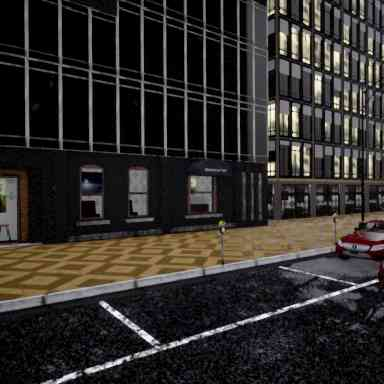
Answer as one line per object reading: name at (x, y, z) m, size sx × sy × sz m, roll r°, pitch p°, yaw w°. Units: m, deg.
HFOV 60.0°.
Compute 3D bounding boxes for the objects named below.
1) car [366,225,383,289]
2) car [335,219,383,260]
car at (6.246, 1.524, 7.811) m, size 4.674 × 1.442 × 1.812 m, roll 0°, pitch 0°, yaw -35°
car at (6.595, 1.580, 11.242) m, size 4.206 × 1.307 × 1.802 m, roll 0°, pitch 0°, yaw -35°
